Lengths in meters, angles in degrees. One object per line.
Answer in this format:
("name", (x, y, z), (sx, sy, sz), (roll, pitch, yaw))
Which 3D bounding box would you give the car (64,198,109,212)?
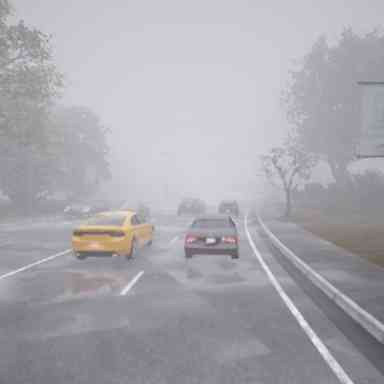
("car", (-8.209, 1.264, 26.371), (2.097, 1.767, 4.553), (0, 0, 9))

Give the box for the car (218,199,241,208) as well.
("car", (3.618, 1.435, 32.188), (1.837, 1.490, 4.892), (0, 0, 10))

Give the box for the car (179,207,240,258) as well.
("car", (0.809, 1.521, 12.665), (2.033, 1.411, 5.357), (0, 0, 5))

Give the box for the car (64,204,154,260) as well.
("car", (-2.688, 1.442, 12.397), (1.882, 1.535, 5.008), (0, 0, 5))

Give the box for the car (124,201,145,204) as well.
("car", (-4.651, 1.448, 26.548), (1.812, 1.442, 4.674), (0, 0, 9))

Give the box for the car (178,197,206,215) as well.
("car", (0.052, 1.271, 32.095), (2.097, 1.767, 4.553), (0, 0, 10))
